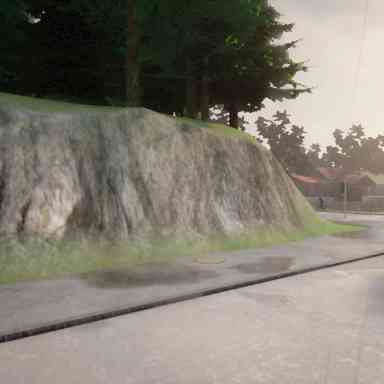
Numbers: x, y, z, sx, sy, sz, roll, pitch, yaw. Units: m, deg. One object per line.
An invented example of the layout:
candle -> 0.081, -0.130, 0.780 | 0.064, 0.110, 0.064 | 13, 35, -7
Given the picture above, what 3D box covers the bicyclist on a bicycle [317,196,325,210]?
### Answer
bicyclist on a bicycle -> 15.462, 1.349, 39.963 | 1.656, 1.620, 0.582 | 0, 0, -36
